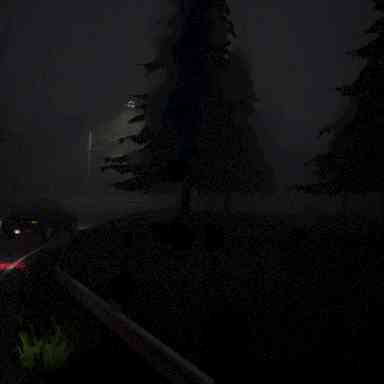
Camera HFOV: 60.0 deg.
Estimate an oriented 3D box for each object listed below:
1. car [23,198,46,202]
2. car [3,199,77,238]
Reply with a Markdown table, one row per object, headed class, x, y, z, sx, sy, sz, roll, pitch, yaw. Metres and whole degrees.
| class | x | y | z | sx | sy | sz | roll | pitch | yaw |
| --- | --- | --- | --- | --- | --- | --- | --- | --- | --- |
| car | -10.252 | 1.112 | 22.244 | 1.994 | 1.385 | 4.181 | 4 | 2 | 6 |
| car | -7.374 | 1.404 | 16.680 | 1.837 | 1.490 | 4.892 | 4 | 1 | 2 |
